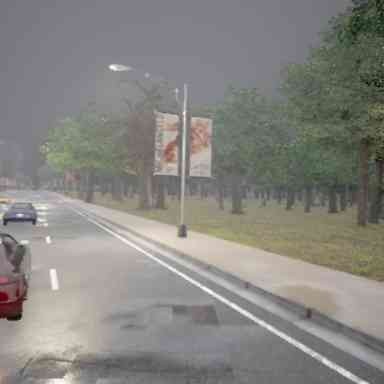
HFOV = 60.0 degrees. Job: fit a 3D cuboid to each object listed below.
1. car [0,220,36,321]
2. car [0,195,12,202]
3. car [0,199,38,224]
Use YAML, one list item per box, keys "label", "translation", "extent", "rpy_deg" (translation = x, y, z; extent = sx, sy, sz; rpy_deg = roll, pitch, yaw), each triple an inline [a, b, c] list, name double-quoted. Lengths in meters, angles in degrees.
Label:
- label: "car"
  translation: [-4.384, 1.500, 6.753]
  extent: [1.994, 1.385, 4.181]
  rpy_deg: [1, 0, -24]
- label: "car"
  translation: [-25.279, 1.113, 44.536]
  extent: [1.882, 1.535, 5.008]
  rpy_deg: [1, 0, -24]
- label: "car"
  translation: [-11.613, 1.412, 22.710]
  extent: [1.994, 1.385, 4.181]
  rpy_deg: [1, 0, -24]
